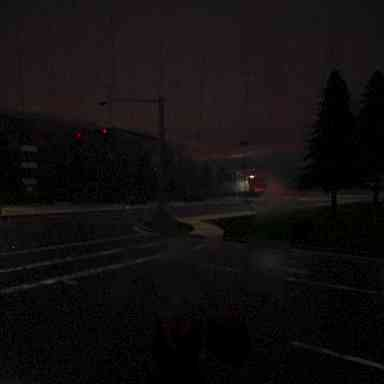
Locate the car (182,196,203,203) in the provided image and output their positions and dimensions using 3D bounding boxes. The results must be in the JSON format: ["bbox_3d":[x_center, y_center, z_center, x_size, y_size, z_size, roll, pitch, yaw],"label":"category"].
[{"bbox_3d":[0.084,1.374,64.399,1.895,1.301,4.718,0,0,36],"label":"car"}]

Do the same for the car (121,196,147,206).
[{"bbox_3d":[-8.952,1.300,51.598,1.812,1.442,4.674,0,0,35],"label":"car"}]
